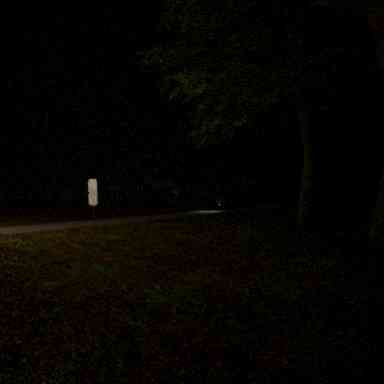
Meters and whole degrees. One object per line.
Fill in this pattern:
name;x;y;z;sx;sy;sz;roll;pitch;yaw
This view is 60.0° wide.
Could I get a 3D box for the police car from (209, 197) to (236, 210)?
police car;4.094;1.530;44.567;1.930;1.638;5.238;-3;-2;35
